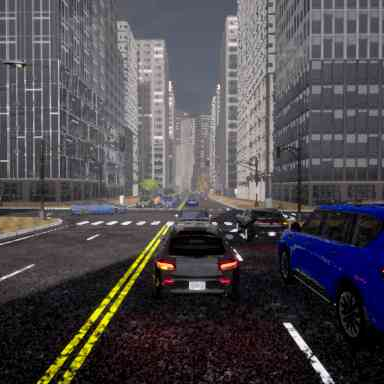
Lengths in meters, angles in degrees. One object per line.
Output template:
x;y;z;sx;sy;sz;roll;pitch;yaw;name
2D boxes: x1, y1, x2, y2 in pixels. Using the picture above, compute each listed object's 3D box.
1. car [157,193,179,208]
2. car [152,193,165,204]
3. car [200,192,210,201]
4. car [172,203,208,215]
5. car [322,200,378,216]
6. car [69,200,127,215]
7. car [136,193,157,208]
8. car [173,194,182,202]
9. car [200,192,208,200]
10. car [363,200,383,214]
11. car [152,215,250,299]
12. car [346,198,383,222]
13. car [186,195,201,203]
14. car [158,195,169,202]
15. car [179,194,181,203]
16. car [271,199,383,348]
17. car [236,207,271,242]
-3.391;1.318;47.902;2.097;1.767;4.553;0;0;0;car
-6.595;1.166;66.020;2.150;2.045;5.566;0;0;1;car
3.174;1.443;79.610;1.812;1.442;4.674;0;0;0;car
0.085;1.538;17.564;2.033;1.411;5.357;0;0;0;car
16.193;1.616;34.201;4.892;1.490;1.837;0;1;0;car
-9.095;1.469;32.372;5.357;1.411;2.033;0;1;-12;car
-6.673;1.318;47.853;2.097;1.767;4.553;0;0;1;car
-3.325;1.284;77.398;2.097;1.767;4.553;0;0;0;car
3.164;0.967;89.640;2.150;2.045;5.566;0;0;0;car
21.774;1.643;36.708;4.829;1.417;1.752;1;0;1;car
0.091;1.522;8.290;1.812;1.442;4.674;0;0;0;car
16.173;1.519;28.416;5.009;1.841;2.192;1;0;1;car
0.003;1.525;52.754;1.994;1.385;4.181;0;0;0;car
-6.575;1.470;76.500;2.033;1.411;5.357;0;0;0;car
-3.390;1.503;57.374;2.033;1.411;5.357;0;0;0;car
3.347;1.218;6.434;2.150;2.045;5.566;0;0;0;car
3.335;1.496;16.294;1.837;1.490;4.892;0;0;0;car
